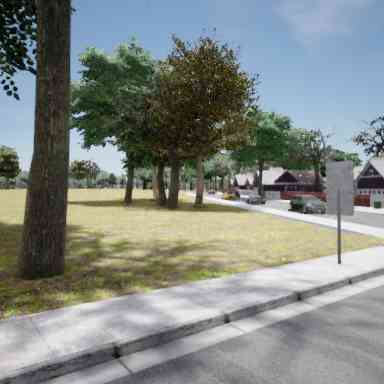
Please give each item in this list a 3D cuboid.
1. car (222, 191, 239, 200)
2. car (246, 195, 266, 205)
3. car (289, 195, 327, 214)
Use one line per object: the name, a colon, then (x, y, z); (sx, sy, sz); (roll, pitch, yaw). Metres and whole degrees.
car: (7.048, 0.742, 63.923); (1.882, 1.535, 5.008); (-1, 1, -6)
car: (8.955, 1.076, 46.863); (1.994, 1.385, 4.181); (-1, 1, -6)
car: (10.780, 1.082, 31.020); (2.097, 1.767, 4.553); (-1, 1, -7)
